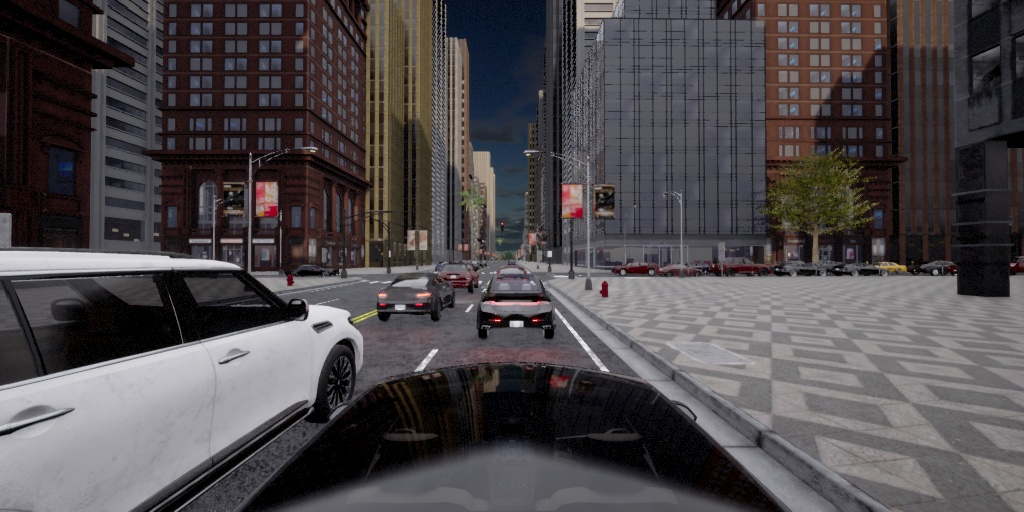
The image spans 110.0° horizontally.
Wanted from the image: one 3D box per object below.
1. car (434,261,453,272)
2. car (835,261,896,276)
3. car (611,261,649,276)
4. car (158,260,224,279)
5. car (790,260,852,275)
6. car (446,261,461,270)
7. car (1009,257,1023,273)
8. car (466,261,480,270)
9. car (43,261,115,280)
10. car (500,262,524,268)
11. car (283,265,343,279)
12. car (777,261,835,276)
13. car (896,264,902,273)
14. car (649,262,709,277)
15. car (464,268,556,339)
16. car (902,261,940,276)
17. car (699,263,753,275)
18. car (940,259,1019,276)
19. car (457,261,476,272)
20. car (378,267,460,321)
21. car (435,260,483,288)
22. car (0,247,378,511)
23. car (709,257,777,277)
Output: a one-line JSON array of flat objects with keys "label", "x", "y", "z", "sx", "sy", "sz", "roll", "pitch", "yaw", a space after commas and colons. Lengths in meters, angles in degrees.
[{"label": "car", "x": -9.859, "y": 1.496, "z": 51.950, "sx": 1.812, "sy": 1.442, "sz": 4.674, "roll": 0, "pitch": 0, "yaw": 0}, {"label": "car", "x": 32.215, "y": 1.260, "z": 33.236, "sx": 4.313, "sy": 1.339, "sz": 1.948, "roll": 0, "pitch": 0, "yaw": -1}, {"label": "car", "x": 13.251, "y": 1.299, "z": 38.719, "sx": 5.008, "sy": 1.535, "sz": 1.882, "roll": 0, "pitch": -1, "yaw": -2}, {"label": "car", "x": -31.248, "y": 1.318, "z": 34.985, "sx": 4.553, "sy": 1.767, "sz": 2.097, "roll": 0, "pitch": -1, "yaw": 0}, {"label": "car", "x": 33.578, "y": 1.251, "z": 39.023, "sx": 4.902, "sy": 1.511, "sz": 2.128, "roll": 0, "pitch": -1, "yaw": -1}, {"label": "car", "x": -9.853, "y": 1.558, "z": 60.873, "sx": 1.812, "sy": 1.442, "sz": 4.674, "roll": 0, "pitch": 0, "yaw": 0}, {"label": "car", "x": 49.129, "y": 0.974, "z": 33.506, "sx": 5.009, "sy": 1.841, "sz": 2.192, "roll": 0, "pitch": 0, "yaw": -1}, {"label": "car", "x": -6.602, "y": 1.561, "z": 61.326, "sx": 1.812, "sy": 1.442, "sz": 4.674, "roll": 0, "pitch": 0, "yaw": 0}, {"label": "car", "x": -42.201, "y": 1.368, "z": 35.003, "sx": 4.553, "sy": 1.767, "sz": 2.097, "roll": 0, "pitch": -1, "yaw": 1}, {"label": "car", "x": -0.008, "y": 1.260, "z": 19.603, "sx": 1.882, "sy": 1.535, "sz": 5.008, "roll": 0, "pitch": 0, "yaw": 0}, {"label": "car", "x": -19.379, "y": 1.514, "z": 35.077, "sx": 4.718, "sy": 1.301, "sz": 1.895, "roll": 0, "pitch": -1, "yaw": -2}, {"label": "car", "x": 26.578, "y": 1.276, "z": 33.146, "sx": 4.313, "sy": 1.339, "sz": 1.948, "roll": 0, "pitch": 0, "yaw": -1}, {"label": "car", "x": 43.191, "y": 1.296, "z": 41.936, "sx": 4.829, "sy": 1.417, "sz": 1.751, "roll": 0, "pitch": 0, "yaw": -1}, {"label": "car", "x": 15.302, "y": 1.328, "z": 32.966, "sx": 4.207, "sy": 1.307, "sz": 1.802, "roll": 0, "pitch": 0, "yaw": -1}, {"label": "car", "x": 0.095, "y": 1.248, "z": 10.103, "sx": 2.128, "sy": 1.511, "sz": 4.902, "roll": 0, "pitch": 0, "yaw": 0}, {"label": "car", "x": 42.839, "y": 1.207, "z": 36.031, "sx": 4.892, "sy": 1.490, "sz": 1.837, "roll": 0, "pitch": -1, "yaw": -1}, {"label": "car", "x": 23.168, "y": 1.389, "z": 38.864, "sx": 4.718, "sy": 1.301, "sz": 1.895, "roll": 0, "pitch": -1, "yaw": -1}, {"label": "car", "x": 43.491, "y": 1.214, "z": 33.416, "sx": 4.507, "sy": 1.381, "sz": 1.888, "roll": 0, "pitch": 0, "yaw": -1}, {"label": "car", "x": -6.619, "y": 1.463, "z": 52.227, "sx": 2.128, "sy": 1.511, "sz": 4.902, "roll": 0, "pitch": 0, "yaw": 0}, {"label": "car", "x": -3.155, "y": 1.288, "z": 12.414, "sx": 1.812, "sy": 1.442, "sz": 4.674, "roll": 0, "pitch": 0, "yaw": 0}, {"label": "car", "x": -3.158, "y": 1.142, "z": 21.394, "sx": 2.097, "sy": 1.767, "sz": 4.553, "roll": 0, "pitch": 0, "yaw": 0}, {"label": "car", "x": -3.155, "y": 0.972, "z": 2.635, "sx": 2.150, "sy": 2.045, "sz": 5.566, "roll": 0, "pitch": 0, "yaw": 0}, {"label": "car", "x": 20.941, "y": 1.041, "z": 33.056, "sx": 5.009, "sy": 1.841, "sz": 2.192, "roll": 0, "pitch": 0, "yaw": -1}]
